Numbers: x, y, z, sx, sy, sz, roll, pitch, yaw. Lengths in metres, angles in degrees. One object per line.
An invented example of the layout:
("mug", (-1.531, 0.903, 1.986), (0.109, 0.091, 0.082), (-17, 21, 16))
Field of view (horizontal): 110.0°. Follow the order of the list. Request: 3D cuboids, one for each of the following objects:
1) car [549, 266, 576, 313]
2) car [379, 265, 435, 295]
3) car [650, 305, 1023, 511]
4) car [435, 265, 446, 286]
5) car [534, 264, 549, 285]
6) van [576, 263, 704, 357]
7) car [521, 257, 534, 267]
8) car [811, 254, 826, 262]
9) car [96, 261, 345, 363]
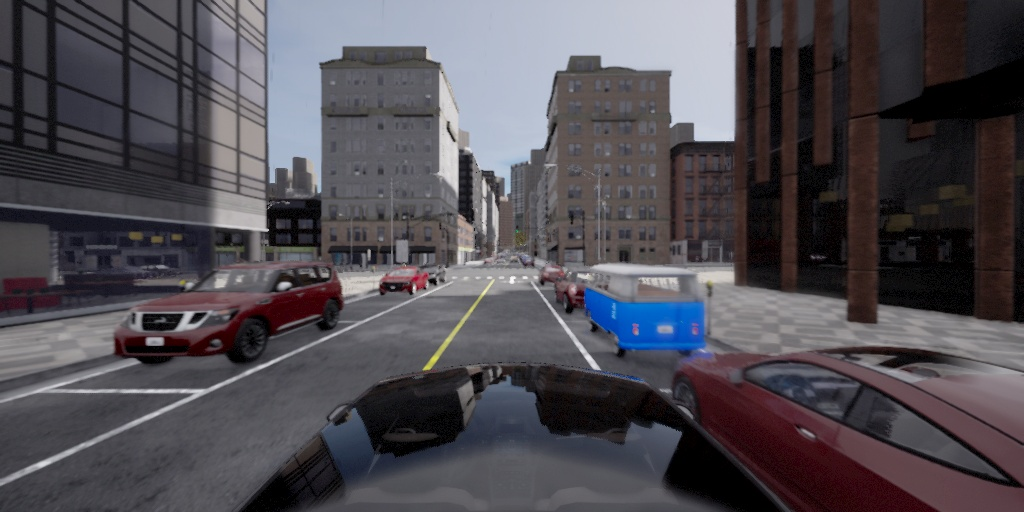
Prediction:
("car", (2.762, 1.184, 13.945), (1.967, 1.591, 4.097), (0, 0, 0))
("car", (-5.764, 1.283, 19.592), (1.888, 1.381, 4.507), (0, 0, 0))
("car", (2.762, 1.332, 2.656), (1.802, 1.307, 4.207), (0, 0, 0))
("car", (-5.764, 1.298, 25.237), (1.948, 1.339, 4.313), (0, 0, 0))
("car", (2.762, 1.315, 25.235), (1.802, 1.307, 4.207), (0, 0, 0))
("van", (2.762, 1.089, 8.301), (1.690, 1.789, 3.998), (0, 0, 0))
("car", (3.035, 1.213, 62.446), (1.802, 1.307, 4.207), (0, 0, 0))
("car", (36.613, 0.654, 44.368), (5.008, 1.535, 1.882), (-1, 0, 1))
("car", (-5.764, 1.062, 8.304), (2.192, 1.841, 5.009), (0, 0, 0))
